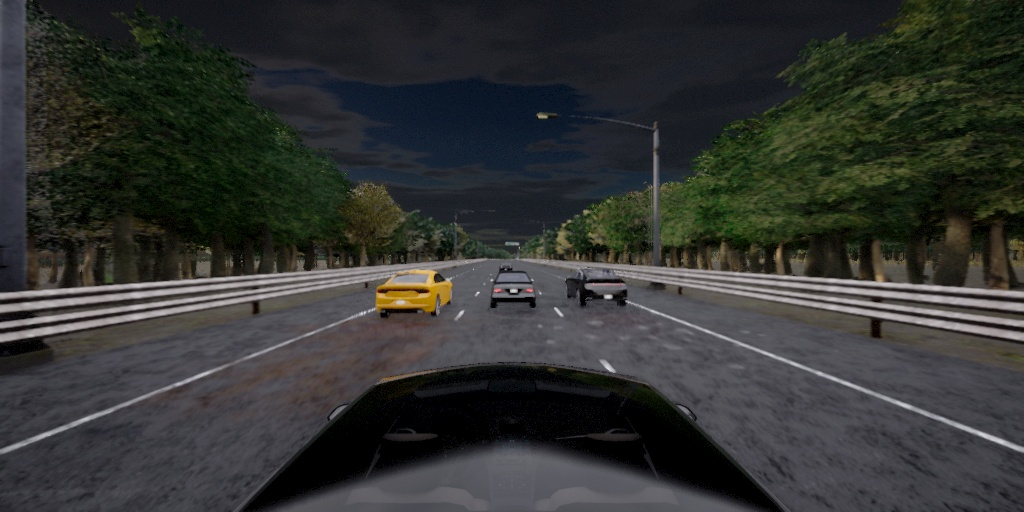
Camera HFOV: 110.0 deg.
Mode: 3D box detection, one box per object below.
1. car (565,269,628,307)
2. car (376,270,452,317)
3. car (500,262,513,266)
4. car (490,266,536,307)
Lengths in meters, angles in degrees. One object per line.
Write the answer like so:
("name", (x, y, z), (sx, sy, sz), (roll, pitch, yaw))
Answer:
("car", (3.509, 1.287, 15.649), (2.128, 1.511, 4.902), (0, 0, -1))
("car", (-3.460, 1.275, 13.506), (1.882, 1.535, 5.008), (0, 0, -1))
("car", (-0.821, 1.528, 50.049), (1.895, 1.301, 4.718), (0, 0, -2))
("car", (0.019, 1.348, 15.819), (2.033, 1.411, 5.357), (0, 0, -1))
